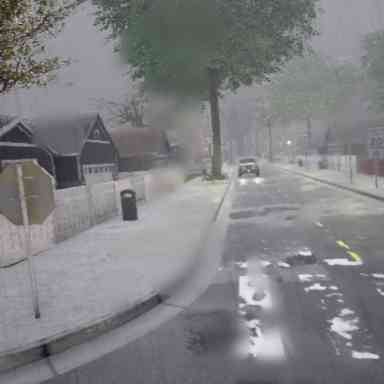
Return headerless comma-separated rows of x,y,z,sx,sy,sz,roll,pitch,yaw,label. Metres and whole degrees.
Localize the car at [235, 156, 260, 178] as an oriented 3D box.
6.031,-2.759,35.856,2.150,2.045,5.566,-4,6,9,car
